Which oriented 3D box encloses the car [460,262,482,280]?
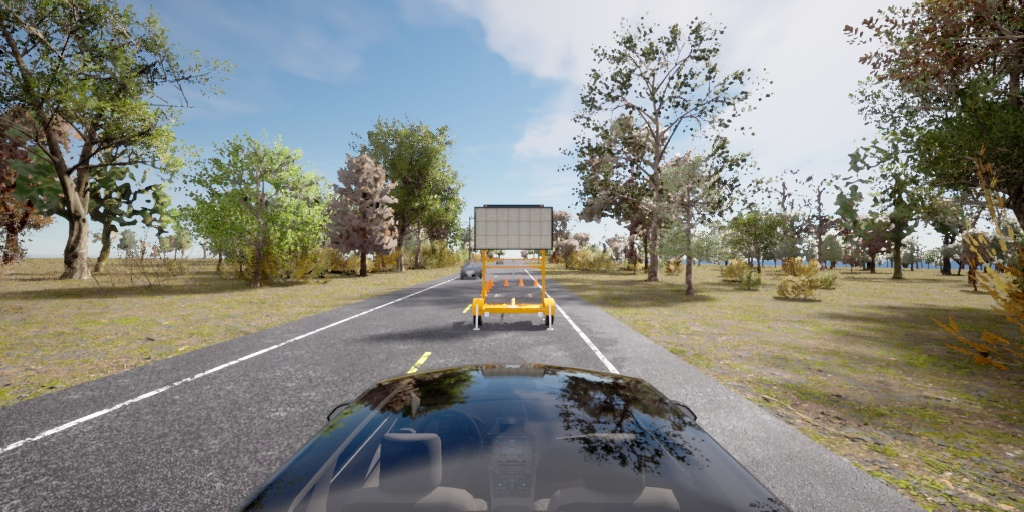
[{"bbox_3d":[-3.455,1.270,31.956,2.128,1.511,4.902,0,0,0],"label":"car"}]

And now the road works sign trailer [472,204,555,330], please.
[{"bbox_3d":[0.050,0.218,11.094,2.380,3.560,2.880,0,0,0],"label":"road works sign trailer"}]
